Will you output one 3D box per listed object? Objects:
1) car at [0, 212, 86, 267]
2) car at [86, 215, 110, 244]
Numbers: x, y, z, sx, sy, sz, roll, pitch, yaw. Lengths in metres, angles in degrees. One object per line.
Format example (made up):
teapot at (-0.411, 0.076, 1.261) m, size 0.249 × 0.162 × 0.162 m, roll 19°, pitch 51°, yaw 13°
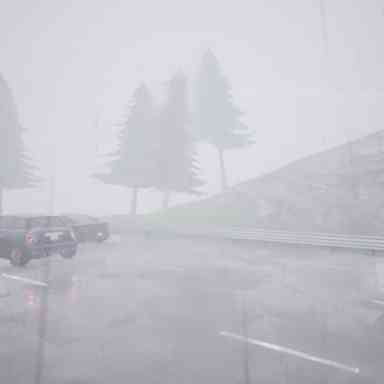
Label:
car at (-6.439, 1.575, 12.435) m, size 4.553 × 1.767 × 2.097 m, roll 0°, pitch -1°, yaw 33°
car at (-6.305, 1.782, 16.496) m, size 5.008 × 1.535 × 1.882 m, roll 0°, pitch -1°, yaw 32°
